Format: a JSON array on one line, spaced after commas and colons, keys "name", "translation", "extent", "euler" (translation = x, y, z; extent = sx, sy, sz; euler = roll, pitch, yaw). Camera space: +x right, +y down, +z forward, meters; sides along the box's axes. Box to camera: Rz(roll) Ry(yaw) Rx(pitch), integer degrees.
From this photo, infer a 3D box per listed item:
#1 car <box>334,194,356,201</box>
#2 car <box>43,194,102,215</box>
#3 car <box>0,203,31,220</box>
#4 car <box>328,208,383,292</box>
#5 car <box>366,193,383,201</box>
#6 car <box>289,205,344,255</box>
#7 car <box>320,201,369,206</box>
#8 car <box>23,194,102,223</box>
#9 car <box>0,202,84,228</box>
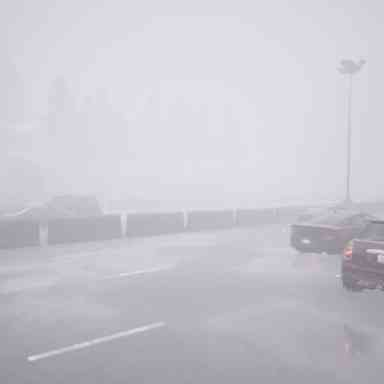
[{"name": "car", "translation": [26.176, 0.976, 57.001], "extent": [4.181, 1.385, 1.994], "euler": [-1, 1, -35]}, {"name": "car", "translation": [-9.148, 1.197, 23.262], "extent": [5.566, 2.045, 2.150], "euler": [0, 0, -36]}, {"name": "car", "translation": [-15.876, 1.592, 27.061], "extent": [4.718, 1.301, 1.895], "euler": [0, 0, -36]}, {"name": "car", "translation": [5.463, 1.308, 7.644], "extent": [4.553, 1.767, 2.097], "euler": [0, 0, -36]}, {"name": "car", "translation": [31.487, 0.851, 56.467], "extent": [4.902, 1.511, 2.128], "euler": [-1, 1, -35]}, {"name": "car", "translation": [5.668, 1.415, 12.089], "extent": [5.008, 1.535, 1.882], "euler": [-1, 0, -36]}, {"name": "car", "translation": [7.320, 1.424, 17.583], "extent": [4.674, 1.442, 1.812], "euler": [-1, 0, -36]}, {"name": "car", "translation": [-10.304, 1.190, 26.737], "extent": [5.566, 2.045, 2.150], "euler": [0, 0, -36]}, {"name": "car", "translation": [-8.993, 1.513, 19.074], "extent": [4.674, 1.442, 1.812], "euler": [0, 0, -36]}]
